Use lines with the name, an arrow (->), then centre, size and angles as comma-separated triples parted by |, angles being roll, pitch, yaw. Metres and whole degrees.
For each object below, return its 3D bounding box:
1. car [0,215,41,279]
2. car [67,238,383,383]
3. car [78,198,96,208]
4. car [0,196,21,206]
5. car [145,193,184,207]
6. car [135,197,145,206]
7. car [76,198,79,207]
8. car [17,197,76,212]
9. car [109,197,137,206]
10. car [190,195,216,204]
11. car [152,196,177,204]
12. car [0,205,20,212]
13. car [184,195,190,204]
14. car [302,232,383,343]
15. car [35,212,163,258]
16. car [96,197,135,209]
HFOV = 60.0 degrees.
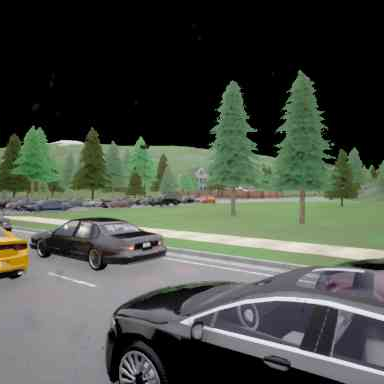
car -> -6.278, 1.478, 8.886 | 5.008, 1.535, 1.882 | 0, 0, 38
car -> 1.191, 1.492, 3.102 | 4.902, 1.511, 2.128 | 0, 0, 38
car -> -13.190, 1.601, 47.242 | 1.895, 1.301, 4.718 | 0, 0, 38
car -> -19.367, 1.492, 39.478 | 2.128, 1.511, 4.902 | 0, 0, 39
car -> -4.274, 1.221, 52.828 | 2.150, 2.045, 5.566 | 0, 0, 39
car -> -7.457, 1.564, 54.444 | 1.994, 1.385, 4.181 | 0, 0, 38
car -> -16.760, 1.564, 48.375 | 1.994, 1.385, 4.181 | 0, 0, 39
car -> -16.341, 1.547, 37.652 | 2.033, 1.411, 5.357 | 0, 0, 38
car -> -11.434, 1.564, 55.063 | 1.994, 1.385, 4.181 | 0, 0, 38
car -> 2.376, 1.352, 61.143 | 2.097, 1.767, 4.553 | 0, 0, 39
car -> -5.137, 1.477, 62.941 | 1.882, 1.535, 5.008 | 0, 0, 39
car -> -11.253, 1.547, 17.124 | 5.357, 1.411, 2.033 | 0, 0, 38
car -> -0.918, 1.352, 62.624 | 2.097, 1.767, 4.553 | 0, 0, 39
car -> 4.158, 1.564, 5.223 | 4.181, 1.385, 1.994 | 0, 0, 38
car -> -3.269, 1.547, 10.980 | 5.357, 1.411, 2.033 | 0, 0, 38
car -> -10.343, 1.564, 45.201 | 1.994, 1.385, 4.181 | 0, 0, 39
